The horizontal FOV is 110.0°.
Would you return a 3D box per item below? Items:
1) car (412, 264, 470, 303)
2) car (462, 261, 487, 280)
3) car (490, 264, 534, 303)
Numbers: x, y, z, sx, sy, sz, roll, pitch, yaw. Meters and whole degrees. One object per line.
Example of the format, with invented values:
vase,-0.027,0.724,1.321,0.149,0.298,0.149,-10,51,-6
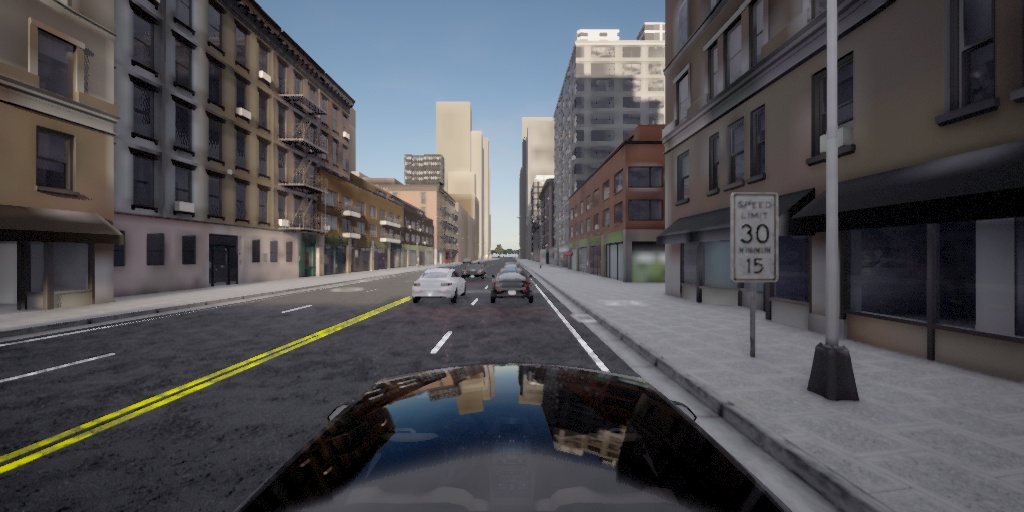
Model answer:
car,-3.249,1.286,16.500,1.812,1.442,4.674,0,0,0
car,-3.250,1.374,31.530,1.895,1.301,4.718,0,0,0
car,0.000,1.286,16.500,1.812,1.442,4.674,0,0,0
